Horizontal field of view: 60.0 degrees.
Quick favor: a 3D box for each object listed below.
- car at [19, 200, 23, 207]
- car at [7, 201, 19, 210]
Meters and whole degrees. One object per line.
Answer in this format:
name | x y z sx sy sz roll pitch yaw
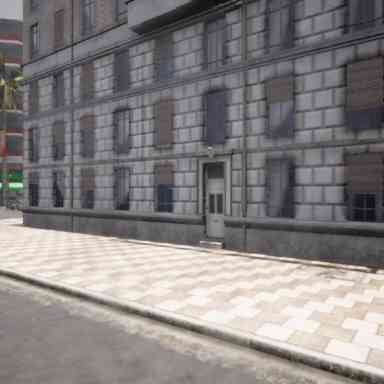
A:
car | -17.746 1.526 40.112 1.812 1.442 4.674 0 0 36
car | -20.842 1.564 41.796 1.994 1.385 4.181 0 0 36
